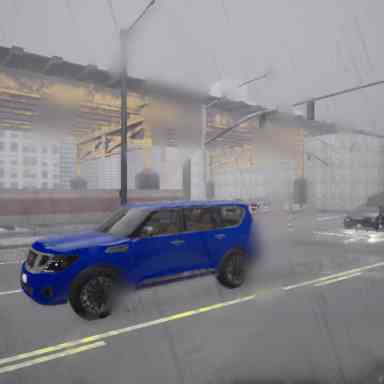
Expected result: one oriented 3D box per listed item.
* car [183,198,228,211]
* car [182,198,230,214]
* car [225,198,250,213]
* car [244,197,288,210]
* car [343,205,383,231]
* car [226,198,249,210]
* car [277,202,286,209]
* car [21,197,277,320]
[{"bbox_3d":[1.472,1.295,35.224,4.536,1.218,1.853,0,0,8],"label":"car"},{"bbox_3d":[1.524,1.453,35.216,4.974,1.542,2.038,0,0,8],"label":"car"},{"bbox_3d":[5.273,1.453,37.895,2.038,1.542,4.974,0,0,18],"label":"car"},{"bbox_3d":[9.189,1.453,41.649,4.974,1.542,2.038,0,0,-7],"label":"car"},{"bbox_3d":[11.244,1.547,21.180,2.033,1.411,5.357,0,0,38],"label":"car"},{"bbox_3d":[5.289,1.295,37.945,1.853,1.218,4.536,0,0,18],"label":"car"},{"bbox_3d":[9.138,1.295,41.642,4.536,1.218,1.853,0,0,-7],"label":"car"},{"bbox_3d":[-0.805,1.221,7.695,5.566,2.045,2.150,0,0,-35],"label":"car"}]
